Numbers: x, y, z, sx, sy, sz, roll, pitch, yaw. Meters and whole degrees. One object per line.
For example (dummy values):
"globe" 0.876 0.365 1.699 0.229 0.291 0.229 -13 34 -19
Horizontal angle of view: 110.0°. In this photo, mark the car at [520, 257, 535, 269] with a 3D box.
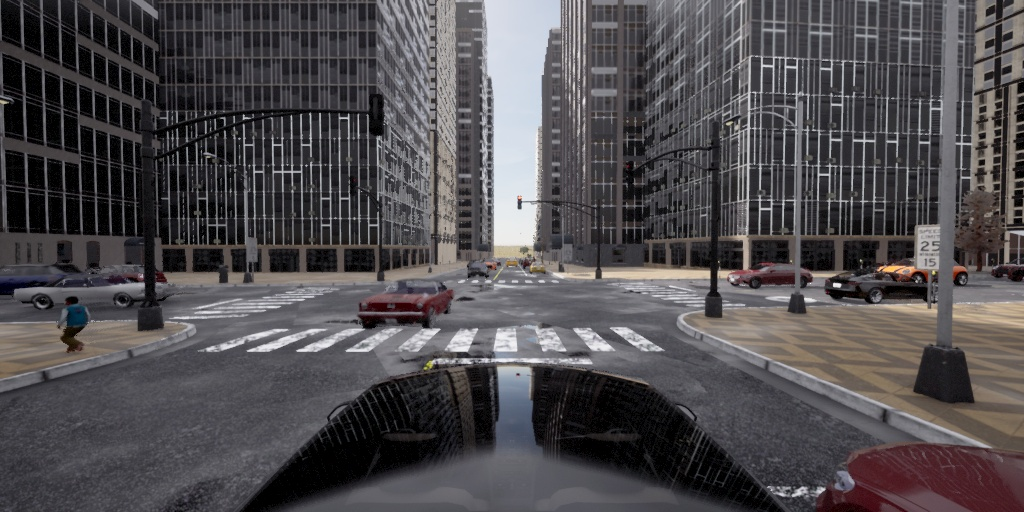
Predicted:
"car" 2.710 1.022 55.027 2.192 1.841 5.009 0 0 0

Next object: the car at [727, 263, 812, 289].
"car" 15.392 1.133 21.449 4.674 1.442 1.812 0 1 -5

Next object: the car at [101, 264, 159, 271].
"car" -22.578 1.213 20.541 4.097 1.591 1.967 0 0 -5

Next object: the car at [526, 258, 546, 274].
"car" 2.806 1.250 39.946 1.751 1.417 4.829 0 0 0

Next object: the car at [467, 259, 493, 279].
"car" -3.010 1.278 32.453 2.033 1.411 5.357 0 0 -3

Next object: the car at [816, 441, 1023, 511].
"car" 2.692 1.333 0.408 1.802 1.307 4.207 0 0 0

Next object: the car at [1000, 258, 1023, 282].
"car" 35.349 0.843 23.279 4.553 1.767 2.097 0 1 -5

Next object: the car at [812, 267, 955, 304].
"car" 16.124 1.292 15.706 4.313 1.339 1.948 0 0 -5

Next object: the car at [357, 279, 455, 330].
"car" -3.108 1.408 11.427 1.895 1.301 4.718 0 -1 0

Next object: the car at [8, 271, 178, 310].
"car" -17.345 1.467 15.199 4.718 1.301 1.895 0 1 -6

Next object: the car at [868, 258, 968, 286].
"car" 25.340 0.901 22.359 4.553 1.767 2.097 0 1 -5

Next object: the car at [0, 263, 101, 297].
"car" -24.125 1.190 17.771 4.553 1.767 2.097 0 1 -5

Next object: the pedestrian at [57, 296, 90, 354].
"pedestrian" -8.221 1.269 6.749 0.500 1.100 0.500 -1 1 0

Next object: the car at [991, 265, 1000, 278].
"car" 37.693 0.861 26.123 4.097 1.591 1.967 0 0 -5

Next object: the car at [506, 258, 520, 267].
"car" -0.025 1.170 65.005 1.882 1.535 5.008 0 0 0

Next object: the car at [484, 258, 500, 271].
"car" -3.114 1.069 47.178 2.097 1.767 4.553 0 0 0
